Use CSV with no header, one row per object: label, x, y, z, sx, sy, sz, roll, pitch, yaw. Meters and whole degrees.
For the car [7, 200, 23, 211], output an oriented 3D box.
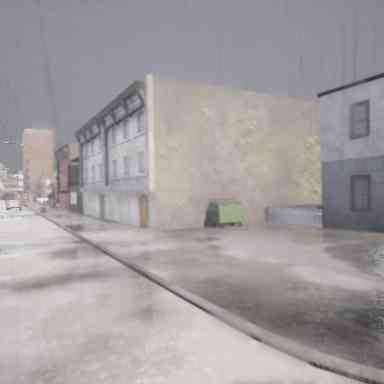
car,-25.385,1.843,47.583,1.812,1.442,4.674,-1,0,-28
